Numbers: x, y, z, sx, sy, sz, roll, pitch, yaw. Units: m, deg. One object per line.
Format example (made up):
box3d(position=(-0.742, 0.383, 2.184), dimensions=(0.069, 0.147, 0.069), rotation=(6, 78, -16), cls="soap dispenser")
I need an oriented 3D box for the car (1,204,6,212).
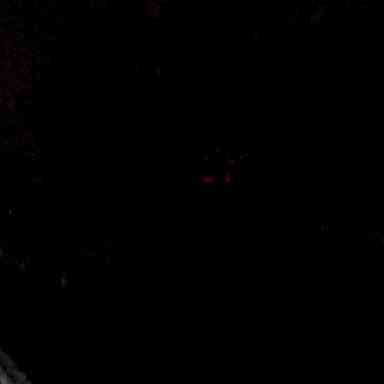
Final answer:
box3d(position=(-26.039, 1.843, 42.496), dimensions=(2.185, 1.767, 4.553), rotation=(-1, -1, 28), cls="car")
